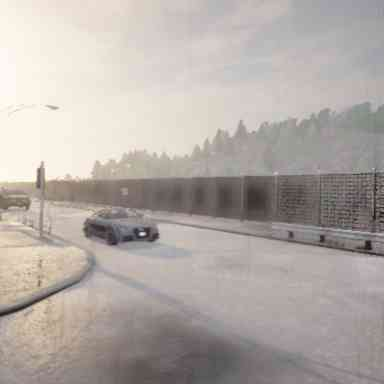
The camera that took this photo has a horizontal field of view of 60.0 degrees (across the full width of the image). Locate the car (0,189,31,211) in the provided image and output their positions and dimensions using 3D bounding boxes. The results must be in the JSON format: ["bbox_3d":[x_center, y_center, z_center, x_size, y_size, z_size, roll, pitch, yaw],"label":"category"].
[{"bbox_3d":[-17.631,0.689,32.877,2.150,2.045,5.566,1,0,-38],"label":"car"}]

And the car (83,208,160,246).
[{"bbox_3d":[-3.132,1.402,14.412,1.994,1.385,4.181,1,1,-38],"label":"car"}]
